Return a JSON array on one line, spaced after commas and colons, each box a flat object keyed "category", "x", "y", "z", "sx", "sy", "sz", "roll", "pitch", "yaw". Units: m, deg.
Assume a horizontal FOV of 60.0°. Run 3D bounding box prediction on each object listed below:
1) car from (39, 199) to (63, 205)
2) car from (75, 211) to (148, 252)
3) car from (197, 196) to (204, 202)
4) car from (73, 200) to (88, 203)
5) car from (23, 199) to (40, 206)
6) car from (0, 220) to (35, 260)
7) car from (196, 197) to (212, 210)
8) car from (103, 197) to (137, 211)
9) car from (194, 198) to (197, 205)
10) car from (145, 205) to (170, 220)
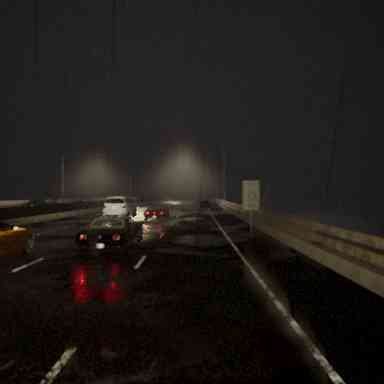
[{"category": "car", "x": -20.325, "y": 1.916, "z": 49.379, "sx": 1.994, "sy": 1.385, "sz": 4.181, "roll": 0, "pitch": 0, "yaw": 2}, {"category": "car", "x": -3.327, "y": 1.697, "z": 14.366, "sx": 1.895, "sy": 1.301, "sz": 4.718, "roll": 0, "pitch": 0, "yaw": 0}, {"category": "car", "x": 2.353, "y": 1.985, "z": 89.323, "sx": 1.882, "sy": 1.535, "sz": 5.008, "roll": 0, "pitch": -1, "yaw": 3}, {"category": "car", "x": -16.806, "y": 1.886, "z": 50.275, "sx": 1.812, "sy": 1.442, "sz": 4.674, "roll": 0, "pitch": 0, "yaw": 2}, {"category": "car", "x": -23.781, "y": 1.865, "z": 50.634, "sx": 1.837, "sy": 1.490, "sz": 4.892, "roll": 0, "pitch": 0, "yaw": 2}, {"category": "car", "x": -6.856, "y": 1.546, "z": 10.540, "sx": 1.882, "sy": 1.535, "sz": 5.008, "roll": 0, "pitch": 0, "yaw": 0}, {"category": "car", "x": 1.986, "y": 1.840, "z": 50.306, "sx": 1.882, "sy": 1.535, "sz": 5.008, "roll": 0, "pitch": 0, "yaw": 2}, {"category": "car", "x": -6.600, "y": 1.434, "z": 30.959, "sx": 2.150, "sy": 2.045, "sz": 5.566, "roll": 0, "pitch": 0, "yaw": 1}, {"category": "car", "x": 1.421, "y": 1.926, "z": 69.147, "sx": 1.882, "sy": 1.535, "sz": 5.008, "roll": 0, "pitch": 0, "yaw": 2}, {"category": "car", "x": -3.114, "y": 1.809, "z": 30.200, "sx": 1.895, "sy": 1.301, "sz": 4.718, "roll": 0, "pitch": 0, "yaw": 1}]
